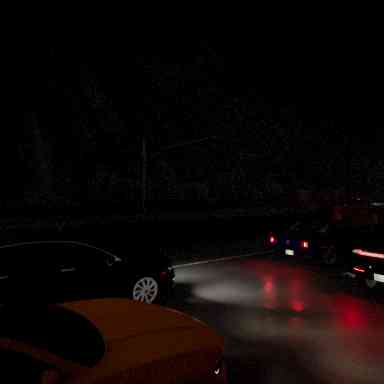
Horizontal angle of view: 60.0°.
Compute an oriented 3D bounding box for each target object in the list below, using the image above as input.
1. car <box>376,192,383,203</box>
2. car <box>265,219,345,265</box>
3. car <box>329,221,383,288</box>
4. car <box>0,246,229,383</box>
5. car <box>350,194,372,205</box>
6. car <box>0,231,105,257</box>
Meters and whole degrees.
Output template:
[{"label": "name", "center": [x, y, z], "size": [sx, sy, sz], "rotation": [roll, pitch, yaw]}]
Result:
[{"label": "car", "center": [35.948, 0.948, 60.880], "size": [5.566, 2.045, 2.150], "rotation": [0, 0, -36]}, {"label": "car", "center": [4.839, 1.590, 11.666], "size": [4.718, 1.301, 1.895], "rotation": [0, 0, -36]}, {"label": "car", "center": [5.699, 1.482, 7.961], "size": [4.902, 1.511, 2.128], "rotation": [0, 0, -36]}, {"label": "car", "center": [-1.948, 1.477, 2.335], "size": [5.008, 1.535, 1.882], "rotation": [0, 0, -36]}, {"label": "car", "center": [27.601, 1.132, 54.794], "size": [4.553, 1.767, 2.097], "rotation": [0, 0, -36]}, {"label": "car", "center": [-2.599, 1.504, 6.191], "size": [4.892, 1.490, 1.837], "rotation": [0, 0, -36]}]
